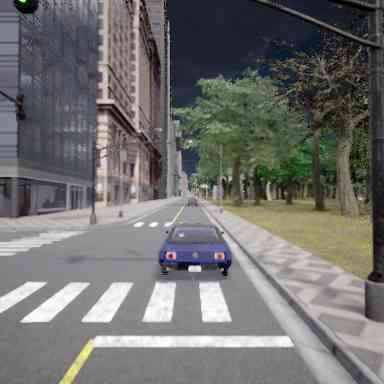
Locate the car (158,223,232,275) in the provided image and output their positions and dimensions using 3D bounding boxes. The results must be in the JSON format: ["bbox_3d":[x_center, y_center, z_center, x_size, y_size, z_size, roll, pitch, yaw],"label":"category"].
[{"bbox_3d":[0.093,1.629,10.564,1.895,1.301,4.718,0,0,0],"label":"car"}]

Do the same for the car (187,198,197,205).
[{"bbox_3d":[0.011,1.931,71.983,2.033,1.411,5.357,0,0,0],"label":"car"}]

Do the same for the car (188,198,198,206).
[{"bbox_3d":[0.093,1.865,60.985,2.033,1.411,5.357,0,0,0],"label":"car"}]
